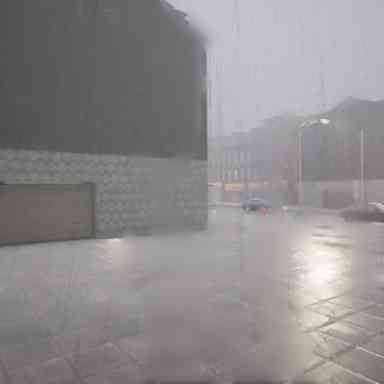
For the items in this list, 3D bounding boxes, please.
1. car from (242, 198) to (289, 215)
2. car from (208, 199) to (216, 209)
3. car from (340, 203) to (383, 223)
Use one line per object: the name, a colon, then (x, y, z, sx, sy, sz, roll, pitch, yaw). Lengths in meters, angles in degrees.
car: (6.778, 1.312, 31.126, 2.128, 1.511, 4.902, -1, 1, -35)
car: (0.897, 1.208, 39.409, 1.812, 1.442, 4.674, -1, 1, -35)
car: (12.597, 1.481, 22.958, 1.812, 1.442, 4.674, -1, 1, -34)
